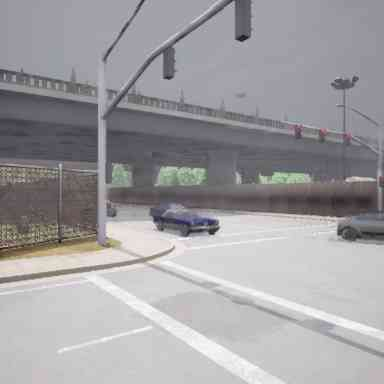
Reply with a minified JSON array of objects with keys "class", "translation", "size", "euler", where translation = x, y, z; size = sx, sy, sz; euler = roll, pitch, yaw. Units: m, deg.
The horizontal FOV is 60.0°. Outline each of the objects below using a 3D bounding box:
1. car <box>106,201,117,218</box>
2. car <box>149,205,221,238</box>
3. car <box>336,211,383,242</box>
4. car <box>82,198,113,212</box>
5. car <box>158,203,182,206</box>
[{"class":"car","translation":[-8.579,1.408,30.419],"size":[2.097,1.767,4.553],"euler":[0,0,-36]},{"class":"car","translation":[-0.417,1.656,18.538],"size":[1.895,1.301,4.718],"euler":[0,0,-31]},{"class":"car","translation":[8.809,1.588,15.134],"size":[4.181,1.385,1.994],"euler":[0,0,31]},{"class":"car","translation":[-11.634,1.547,40.734],"size":[2.128,1.511,4.902],"euler":[0,0,-35]},{"class":"car","translation":[-1.536,1.603,26.578],"size":[2.033,1.411,5.357],"euler":[0,0,-36]}]
